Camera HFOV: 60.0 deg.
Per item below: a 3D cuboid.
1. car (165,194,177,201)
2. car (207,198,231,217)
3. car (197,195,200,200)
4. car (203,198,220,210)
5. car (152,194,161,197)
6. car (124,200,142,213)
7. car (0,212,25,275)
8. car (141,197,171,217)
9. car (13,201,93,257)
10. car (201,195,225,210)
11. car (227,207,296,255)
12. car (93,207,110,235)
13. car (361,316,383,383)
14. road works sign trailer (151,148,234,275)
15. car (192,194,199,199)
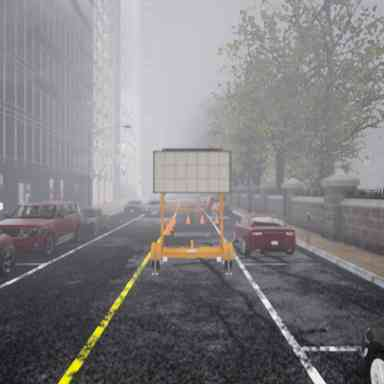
[{"bbox_3d":[-4.155,1.354,72.053,1.895,1.301,4.718,0,0,-2],"label":"car"},{"bbox_3d":[2.625,1.522,29.727,1.802,1.307,4.206,0,0,-1],"label":"car"},{"bbox_3d":[2.215,1.424,46.409,2.008,1.369,4.403,0,0,-2],"label":"car"},{"bbox_3d":[2.361,1.479,40.851,1.802,1.307,4.206,0,0,-2],"label":"car"},{"bbox_3d":[-6.606,1.406,57.563,1.802,1.307,4.206,0,0,-2],"label":"car"},{"bbox_3d":[-6.023,1.484,35.323,1.947,1.339,4.313,0,0,-1],"label":"car"},{"bbox_3d":[-5.832,1.432,7.457,1.967,1.590,4.097,0,0,0],"label":"car"},{"bbox_3d":[-3.199,1.463,30.365,1.812,1.442,4.674,0,0,-1],"label":"car"},{"bbox_3d":[-5.830,1.298,13.016,2.192,1.841,5.009,0,0,0],"label":"car"},{"bbox_3d":[2.508,1.235,35.292,2.192,1.841,5.009,0,0,-2],"label":"car"},{"bbox_3d":[2.695,1.528,13.069,1.887,1.381,4.507,0,0,0],"label":"car"},{"bbox_3d":[-5.829,1.537,18.577,1.947,1.339,4.313,0,0,0],"label":"car"},{"bbox_3d":[2.693,1.549,1.948,2.008,1.369,4.403,0,0,0],"label":"car"},{"bbox_3d":[0.002,0.452,10.350,2.380,3.560,2.880,0,0,0],"label":"road works sign trailer"},{"bbox_3d":[1.195,1.254,85.314,2.008,1.369,4.403,0,0,-1],"label":"car"}]
